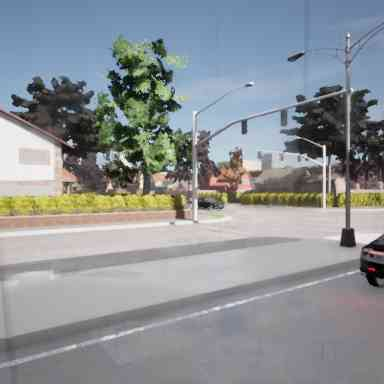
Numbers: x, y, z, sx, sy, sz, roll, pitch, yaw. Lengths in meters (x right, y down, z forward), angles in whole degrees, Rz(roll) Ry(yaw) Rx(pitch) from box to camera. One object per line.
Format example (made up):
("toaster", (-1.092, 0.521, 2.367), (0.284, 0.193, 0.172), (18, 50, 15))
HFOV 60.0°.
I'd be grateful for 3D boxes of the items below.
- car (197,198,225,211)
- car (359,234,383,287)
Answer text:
("car", (2.084, 1.487, 41.615), (1.837, 1.490, 4.892), (0, 0, -36))
("car", (5.998, 1.485, 8.063), (4.902, 1.511, 2.128), (0, 0, -35))
